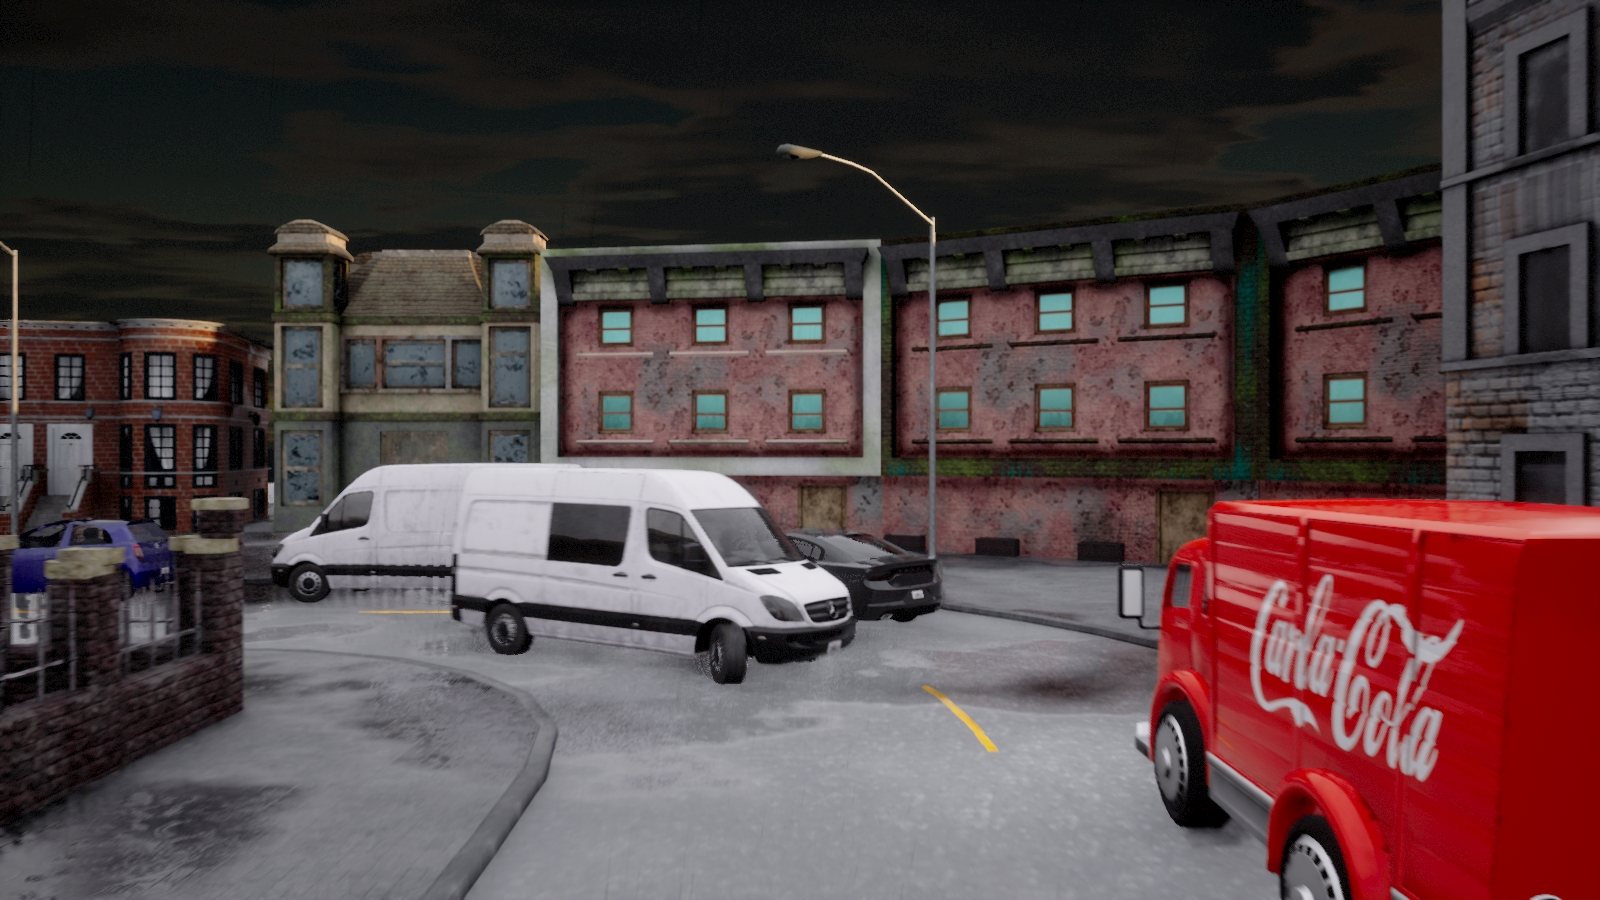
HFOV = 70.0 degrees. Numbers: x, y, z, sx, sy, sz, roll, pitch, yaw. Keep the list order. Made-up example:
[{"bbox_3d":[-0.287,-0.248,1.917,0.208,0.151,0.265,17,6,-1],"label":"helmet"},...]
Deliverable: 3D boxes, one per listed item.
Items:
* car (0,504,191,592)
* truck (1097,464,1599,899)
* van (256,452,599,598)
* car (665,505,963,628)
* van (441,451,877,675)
[{"bbox_3d":[-13.771,1.816,21.522,3.633,1.501,1.845,0,0,0],"label":"car"},{"bbox_3d":[3.853,1.334,7.066,2.627,2.467,5.204,0,-1,-1],"label":"truck"},{"bbox_3d":[-6.966,1.314,21.573,5.915,2.561,1.988,0,0,10],"label":"van"},{"bbox_3d":[0.092,1.814,19.093,2.097,1.535,5.006,0,0,-43],"label":"car"},{"bbox_3d":[-2.049,1.315,15.504,5.915,2.561,1.988,0,-1,32],"label":"van"}]
